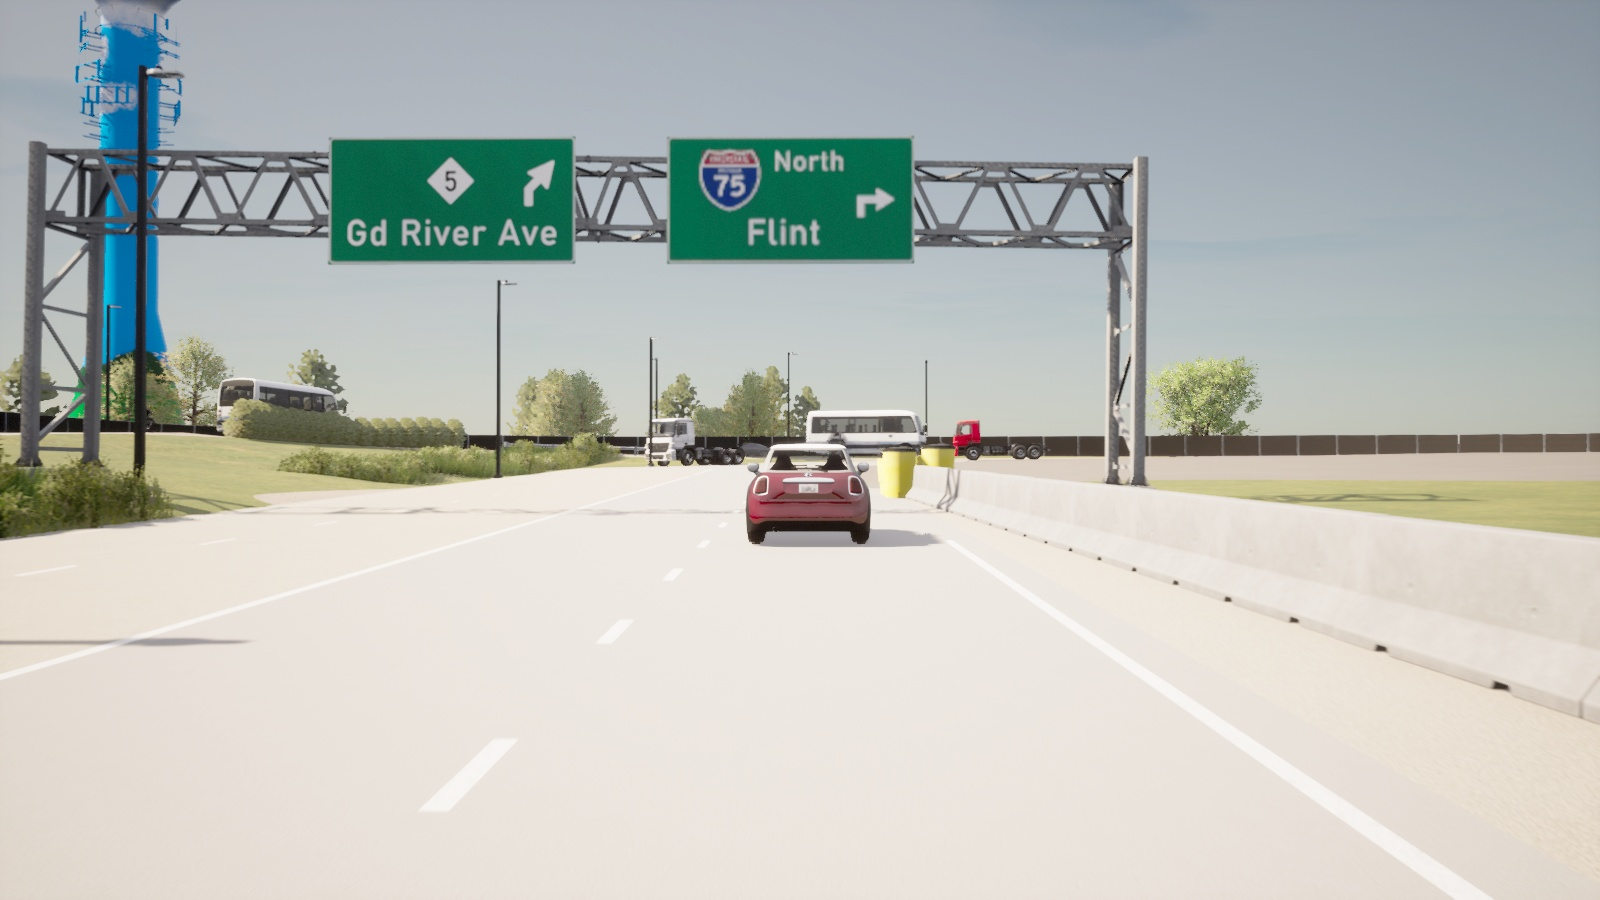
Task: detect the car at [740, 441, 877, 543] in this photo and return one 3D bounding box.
[{"bbox_3d":[0.131,0.597,20.040,1.970,1.475,3.806,0,0,0],"label":"car"}]

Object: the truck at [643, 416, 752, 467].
[{"bbox_3d":[-7.197,-0.609,89.329,2.891,3.462,7.936,-1,0,41],"label":"truck"}]

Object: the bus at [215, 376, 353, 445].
[{"bbox_3d":[-37.498,-2.727,91.853,3.944,4.253,10.273,-1,-2,14],"label":"bus"}]
